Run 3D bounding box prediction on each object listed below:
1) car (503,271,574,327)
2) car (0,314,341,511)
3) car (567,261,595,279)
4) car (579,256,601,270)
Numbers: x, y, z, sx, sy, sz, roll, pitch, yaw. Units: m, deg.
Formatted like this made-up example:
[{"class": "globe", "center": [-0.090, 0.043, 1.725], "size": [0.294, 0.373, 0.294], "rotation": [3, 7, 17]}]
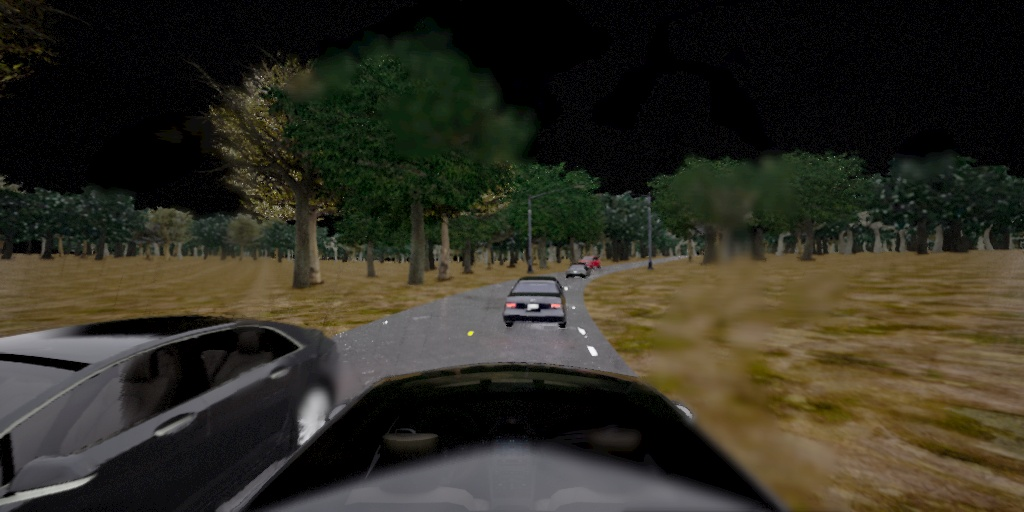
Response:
[{"class": "car", "center": [0.873, 1.388, 11.947], "size": [2.033, 1.411, 5.357], "rotation": [0, 0, 7]}, {"class": "car", "center": [-2.950, 1.259, 2.291], "size": [1.837, 1.490, 4.892], "rotation": [0, -1, 1]}, {"class": "car", "center": [6.617, 1.466, 35.389], "size": [1.994, 1.385, 4.181], "rotation": [-1, 0, 20]}, {"class": "car", "center": [11.364, 1.049, 52.799], "size": [2.150, 2.045, 5.566], "rotation": [-1, 0, 31]}]
